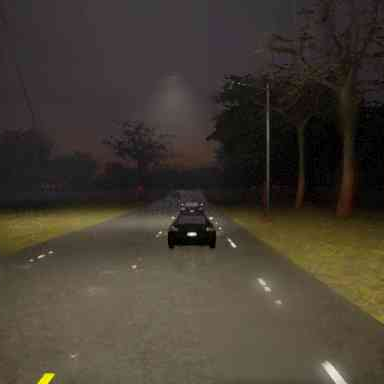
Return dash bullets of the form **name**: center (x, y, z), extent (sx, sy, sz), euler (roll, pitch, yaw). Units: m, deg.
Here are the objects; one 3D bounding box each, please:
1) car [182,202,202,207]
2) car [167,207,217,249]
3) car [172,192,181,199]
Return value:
- **car**: center (0.000, 1.538, 29.649), extent (1.994, 1.385, 4.181), euler (0, 0, 0)
- **car**: center (0.000, 1.574, 14.651), extent (1.994, 1.385, 4.181), euler (0, 0, 0)
- **car**: center (-3.500, 0.719, 75.967), extent (1.882, 1.535, 5.008), euler (0, 1, 0)
